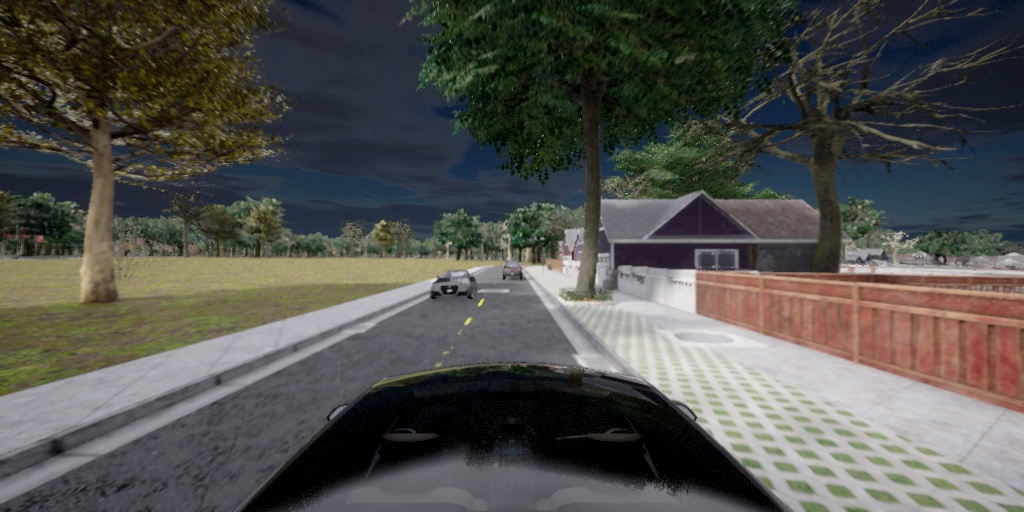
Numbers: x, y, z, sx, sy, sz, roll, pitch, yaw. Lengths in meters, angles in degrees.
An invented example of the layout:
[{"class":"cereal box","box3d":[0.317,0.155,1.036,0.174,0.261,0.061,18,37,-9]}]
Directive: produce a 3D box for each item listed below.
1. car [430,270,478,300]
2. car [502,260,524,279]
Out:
[{"class":"car","box3d":[-2.845,1.394,18.287,1.994,1.385,4.181,0,0,0]},{"class":"car","box3d":[0.083,1.369,33.715,2.128,1.511,4.902,0,0,1]}]
